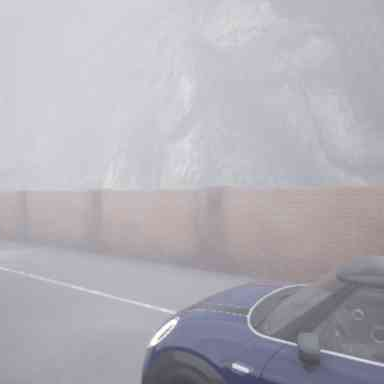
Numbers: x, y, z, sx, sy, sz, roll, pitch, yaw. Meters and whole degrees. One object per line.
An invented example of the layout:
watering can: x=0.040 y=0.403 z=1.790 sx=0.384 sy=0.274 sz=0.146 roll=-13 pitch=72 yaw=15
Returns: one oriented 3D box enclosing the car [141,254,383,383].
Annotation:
car: x=1.711 y=1.354 z=2.791 sx=4.553 sy=1.767 sz=2.097 roll=0 pitch=0 yaw=35
